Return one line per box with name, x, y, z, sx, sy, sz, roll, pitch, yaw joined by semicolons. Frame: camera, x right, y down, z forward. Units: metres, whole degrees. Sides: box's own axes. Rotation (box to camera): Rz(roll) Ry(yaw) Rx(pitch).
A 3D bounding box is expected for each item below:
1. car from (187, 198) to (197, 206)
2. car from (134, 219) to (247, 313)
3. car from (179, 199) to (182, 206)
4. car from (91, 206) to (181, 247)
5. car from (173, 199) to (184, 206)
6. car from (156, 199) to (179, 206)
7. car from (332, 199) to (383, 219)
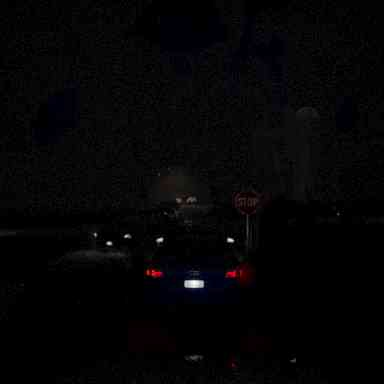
car;-0.023;1.945;68.642;2.097;1.767;4.553;0;-1;0
car;0.072;1.575;7.801;1.994;1.385;4.181;0;0;1
car;-2.855;1.857;47.270;1.895;1.301;4.718;0;-1;0
car;-2.295;1.574;15.145;2.033;1.411;5.357;0;0;19
car;-2.779;2.154;68.509;1.994;1.385;4.181;0;-1;1
car;-2.867;1.693;37.351;2.033;1.411;5.357;0;0;0
car;12.644;1.195;23.806;4.718;1.301;1.895;-2;-1;-2
